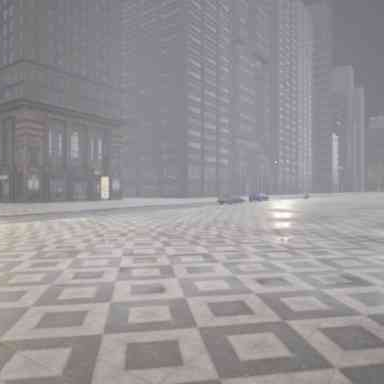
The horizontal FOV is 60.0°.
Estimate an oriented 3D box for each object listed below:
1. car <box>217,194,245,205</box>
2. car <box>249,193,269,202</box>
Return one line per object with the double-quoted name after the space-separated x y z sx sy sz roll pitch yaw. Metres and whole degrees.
5.543 1.056 47.133 2.033 1.411 5.357 0 1 36 "car"
11.160 0.898 55.108 1.882 1.535 5.008 0 1 35 "car"
